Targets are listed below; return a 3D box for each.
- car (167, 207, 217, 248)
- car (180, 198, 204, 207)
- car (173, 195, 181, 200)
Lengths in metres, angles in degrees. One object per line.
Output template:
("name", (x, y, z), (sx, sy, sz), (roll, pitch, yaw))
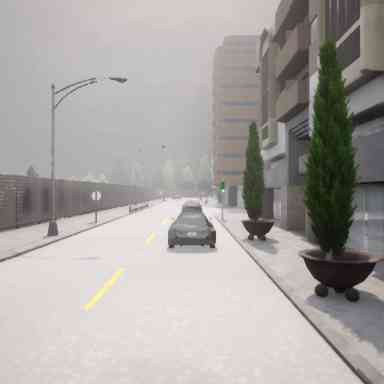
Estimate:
("car", (0.000, 1.569, 14.650), (1.994, 1.385, 4.181), (0, 0, 0))
("car", (0.001, 1.514, 29.649), (1.837, 1.490, 4.892), (0, 0, 0))
("car", (-3.974, 1.490, 88.254), (1.994, 1.385, 4.181), (0, 0, 0))
